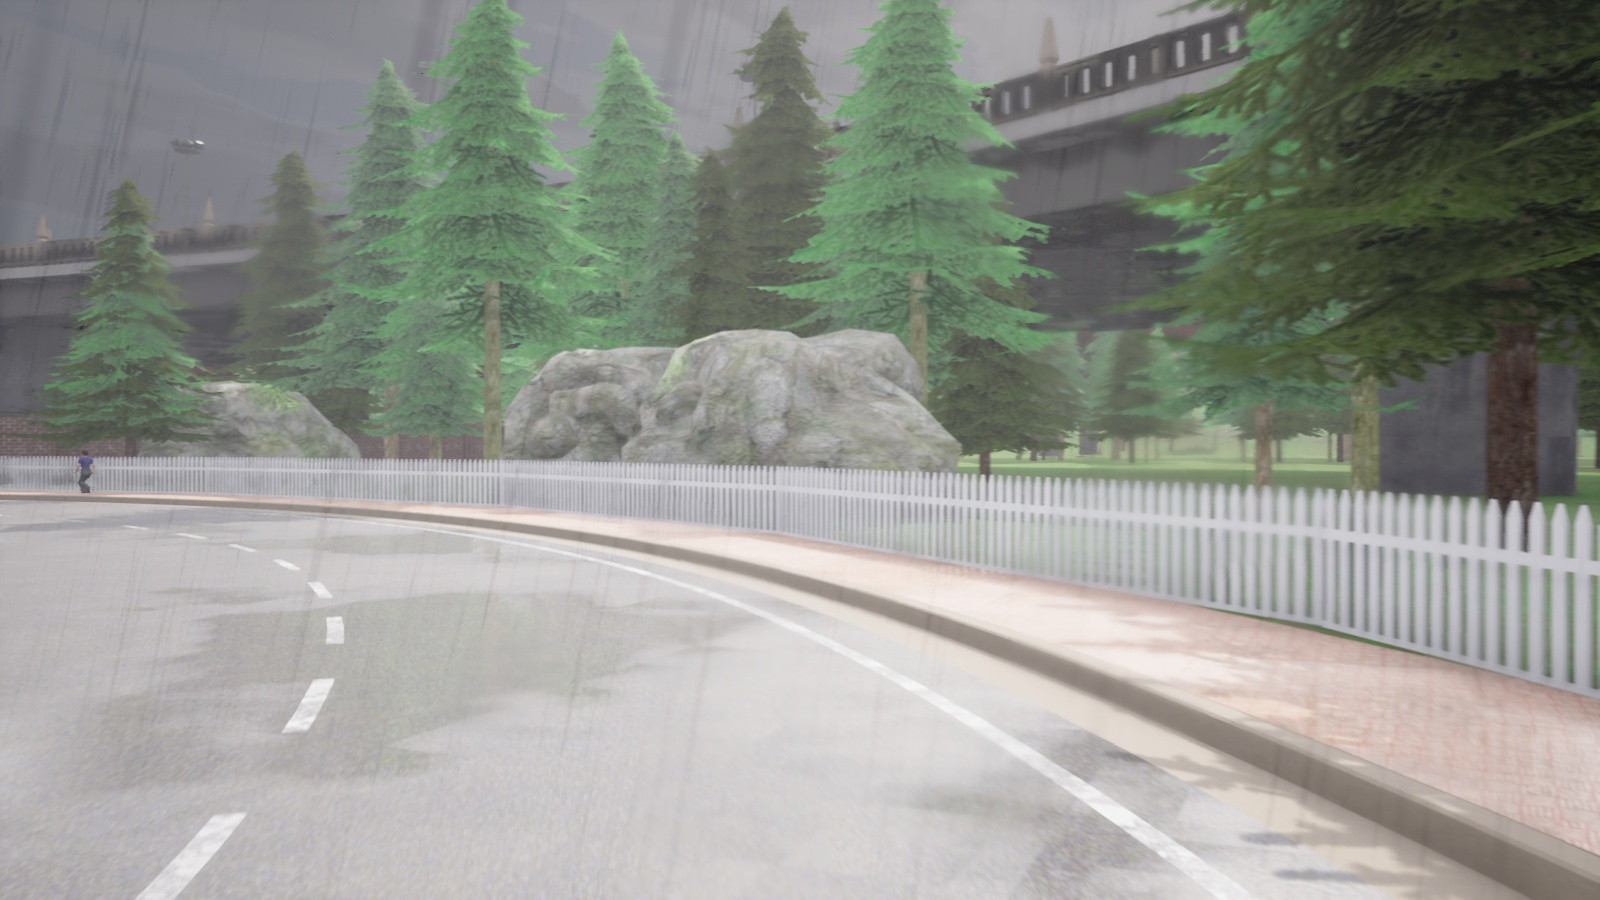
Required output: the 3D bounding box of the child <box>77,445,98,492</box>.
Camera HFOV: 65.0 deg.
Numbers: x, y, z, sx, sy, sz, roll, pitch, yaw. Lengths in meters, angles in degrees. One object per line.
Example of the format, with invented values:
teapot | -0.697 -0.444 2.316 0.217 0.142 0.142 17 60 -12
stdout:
child | -19.295 0.495 34.001 0.437 1.263 0.270 0 0 24
